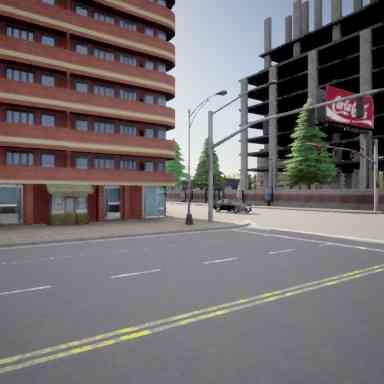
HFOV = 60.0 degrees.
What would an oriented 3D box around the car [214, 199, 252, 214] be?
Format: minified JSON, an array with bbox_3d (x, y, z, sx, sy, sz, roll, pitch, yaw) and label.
[{"bbox_3d":[4.328,1.492,35.711,2.128,1.511,4.902,0,0,-35],"label":"car"}]
